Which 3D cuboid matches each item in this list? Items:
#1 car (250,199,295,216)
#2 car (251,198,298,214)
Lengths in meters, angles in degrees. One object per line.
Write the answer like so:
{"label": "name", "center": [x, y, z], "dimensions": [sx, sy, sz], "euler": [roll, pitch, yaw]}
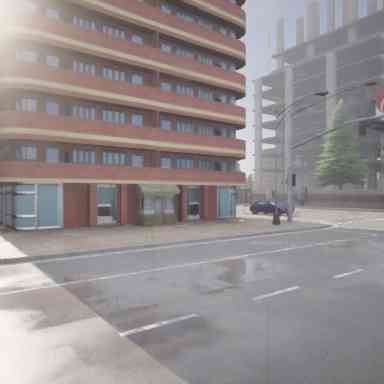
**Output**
{"label": "car", "center": [7.681, 1.526, 32.518], "dimensions": [1.812, 1.442, 4.674], "euler": [0, 0, -36]}
{"label": "car", "center": [8.999, 1.505, 36.647], "dimensions": [1.837, 1.490, 4.892], "euler": [0, 0, -36]}
